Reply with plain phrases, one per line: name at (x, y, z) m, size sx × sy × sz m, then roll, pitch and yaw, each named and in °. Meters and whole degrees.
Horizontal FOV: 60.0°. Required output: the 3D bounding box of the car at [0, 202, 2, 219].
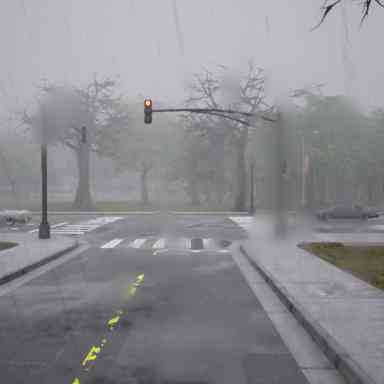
car at (-17.905, 1.505, 26.386) m, size 4.674 × 1.442 × 1.812 m, roll 0°, pitch 0°, yaw 0°

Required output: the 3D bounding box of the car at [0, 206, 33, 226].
car at (-13.643, 1.589, 22.932) m, size 4.718 × 1.301 × 1.895 m, roll 0°, pitch 0°, yaw 0°

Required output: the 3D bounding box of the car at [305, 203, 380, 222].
car at (11.836, 1.563, 26.363) m, size 5.357 × 1.411 × 2.033 m, roll 0°, pitch 0°, yaw 0°
